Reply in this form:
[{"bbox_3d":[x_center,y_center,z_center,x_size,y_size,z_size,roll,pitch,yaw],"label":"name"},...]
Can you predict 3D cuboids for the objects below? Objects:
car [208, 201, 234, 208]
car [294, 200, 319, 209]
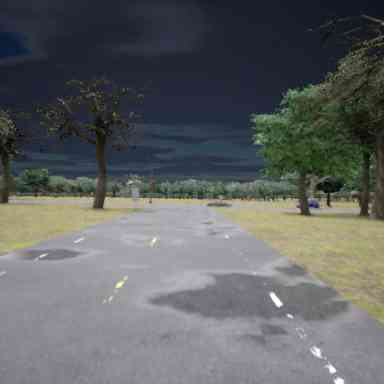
[{"bbox_3d":[6.047,2.569,69.890,5.357,1.411,2.033,2,0,0],"label":"car"},{"bbox_3d":[26.498,2.841,76.787,5.566,2.045,2.150,2,0,0],"label":"car"}]
